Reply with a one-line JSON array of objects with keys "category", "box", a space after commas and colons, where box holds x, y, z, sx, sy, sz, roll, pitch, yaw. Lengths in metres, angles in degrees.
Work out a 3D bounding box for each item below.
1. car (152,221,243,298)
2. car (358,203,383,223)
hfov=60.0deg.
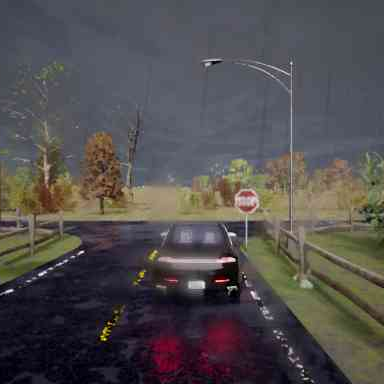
[{"category": "car", "box": [0.152, 1.492, 8.515, 2.128, 1.511, 4.902, 0, 0, 2]}, {"category": "car", "box": [15.169, 1.189, 24.144, 5.566, 2.045, 2.150, 0, 0, 1]}]
